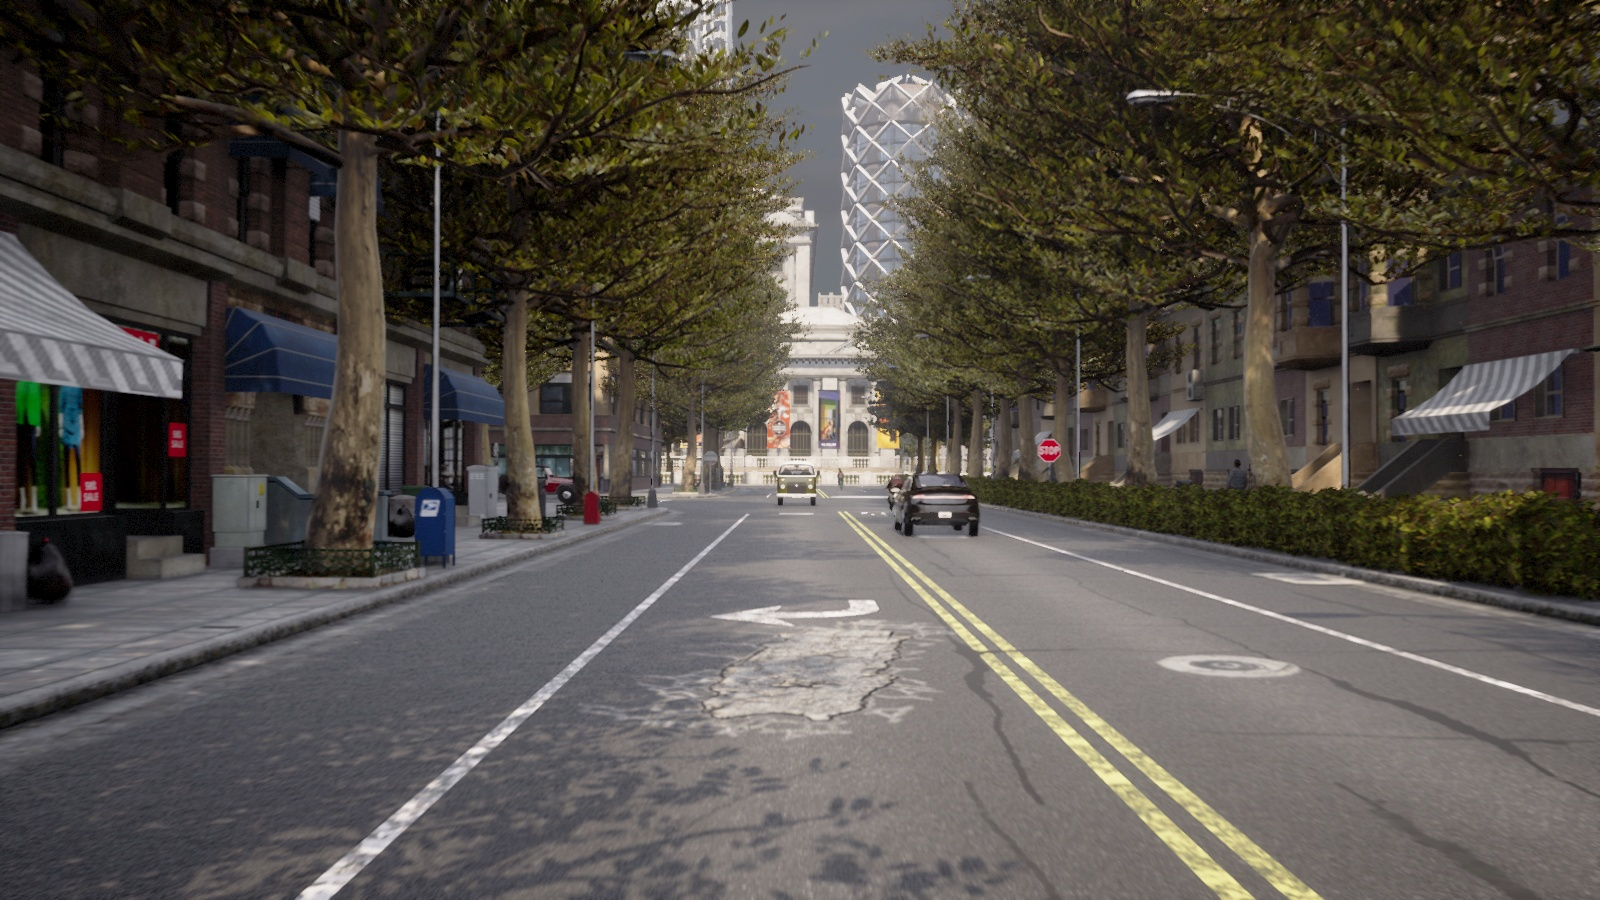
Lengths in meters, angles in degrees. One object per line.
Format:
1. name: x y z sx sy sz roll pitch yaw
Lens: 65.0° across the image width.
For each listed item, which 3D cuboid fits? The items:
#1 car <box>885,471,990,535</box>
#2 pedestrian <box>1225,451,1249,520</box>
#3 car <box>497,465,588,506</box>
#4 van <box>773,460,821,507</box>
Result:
1. car: 3.421 1.296 32.172 2.128 1.511 4.902 0 -1 0
2. pedestrian: 12.511 1.023 35.971 0.423 1.949 0.788 0 -1 4
3. car: -11.990 1.640 58.605 3.866 1.878 1.905 0 -1 -1
4. van: -0.140 1.492 56.978 2.069 2.038 4.480 0 -1 0
